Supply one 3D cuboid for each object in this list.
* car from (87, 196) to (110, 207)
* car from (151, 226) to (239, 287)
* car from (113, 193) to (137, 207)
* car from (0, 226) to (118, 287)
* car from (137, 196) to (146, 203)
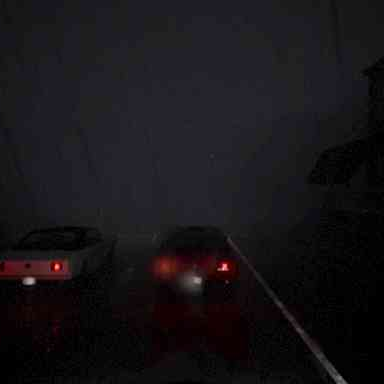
[{"bbox_3d":[-14.099,1.497,51.413,1.837,1.490,4.892,0,0,0],"label":"car"},{"bbox_3d":[0.073,1.599,9.273,1.895,1.301,4.718,0,0,0],"label":"car"},{"bbox_3d":[-10.599,1.211,51.706,2.150,2.045,5.566,0,0,1],"label":"car"},{"bbox_3d":[-3.428,1.600,9.253,1.895,1.301,4.718,0,0,0],"label":"car"},{"bbox_3d":[-10.535,1.528,67.435,2.033,1.411,5.357,0,0,0],"label":"car"}]
